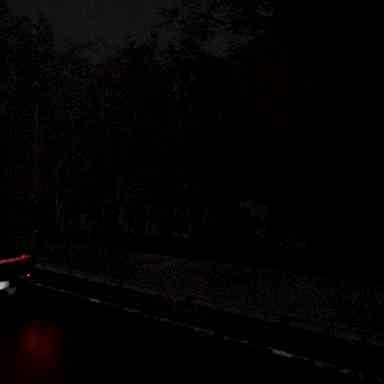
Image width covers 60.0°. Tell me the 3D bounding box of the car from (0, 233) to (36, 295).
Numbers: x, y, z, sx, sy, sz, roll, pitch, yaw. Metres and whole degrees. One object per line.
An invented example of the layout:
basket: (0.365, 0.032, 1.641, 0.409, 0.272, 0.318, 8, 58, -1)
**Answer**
car: (-5.552, 1.560, 7.647, 4.902, 1.511, 2.128, -1, 0, 36)
